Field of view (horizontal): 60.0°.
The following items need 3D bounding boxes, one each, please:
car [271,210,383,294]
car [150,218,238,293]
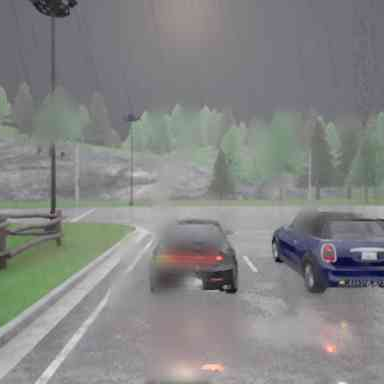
[{"bbox_3d":[3.557,1.279,8.776,2.097,1.767,4.553,0,0,0],"label":"car"},{"bbox_3d":[0.055,1.433,8.614,1.837,1.490,4.892,0,0,0],"label":"car"}]
